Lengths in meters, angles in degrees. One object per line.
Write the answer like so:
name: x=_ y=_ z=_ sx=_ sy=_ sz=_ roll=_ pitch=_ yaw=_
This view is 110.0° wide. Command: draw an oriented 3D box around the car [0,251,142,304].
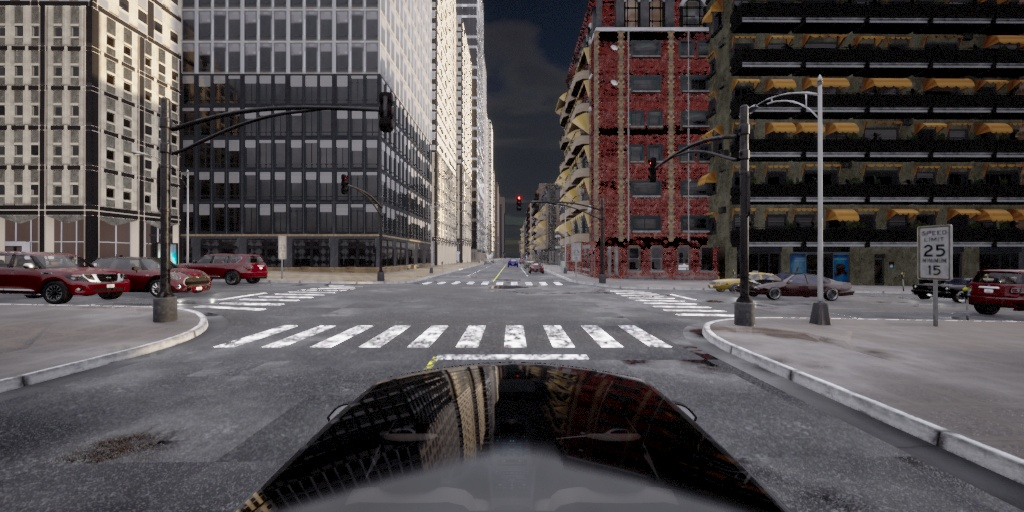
car: x=-17.560 y=0.757 z=13.401 sx=5.009 sy=1.841 sz=2.192 roll=0 pitch=0 yaw=0

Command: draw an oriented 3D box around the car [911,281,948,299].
car: x=24.886 y=1.839 z=19.507 sx=4.718 sy=1.301 sz=1.895 roll=1 pitch=0 yaw=-1

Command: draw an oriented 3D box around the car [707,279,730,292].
car: x=14.656 y=1.587 z=22.022 sx=4.829 sy=1.417 sz=1.751 roll=0 pitch=0 yaw=0

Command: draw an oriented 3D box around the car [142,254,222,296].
car: x=-16.271 y=0.825 z=16.035 sx=4.553 sy=1.767 sz=2.097 roll=1 pitch=0 yaw=-2

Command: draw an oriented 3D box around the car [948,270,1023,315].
car: x=20.614 y=1.461 z=13.718 sx=5.009 sy=1.841 sz=2.192 roll=0 pitch=0 yaw=0

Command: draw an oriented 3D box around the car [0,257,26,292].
car: x=-25.385 y=0.781 z=15.930 sx=5.008 sy=1.535 sz=1.882 roll=1 pitch=0 yaw=0

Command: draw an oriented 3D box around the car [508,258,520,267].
car: x=0.180 y=1.251 z=65.086 sx=1.882 sy=1.535 sz=5.008 roll=0 pitch=0 yaw=0

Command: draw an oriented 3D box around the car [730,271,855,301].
car: x=15.256 y=1.610 z=19.435 sx=5.357 sy=1.411 sz=2.033 roll=1 pitch=0 yaw=0

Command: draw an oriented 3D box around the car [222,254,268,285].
car: x=-17.684 y=0.776 z=21.780 sx=5.009 sy=1.841 sz=2.192 roll=0 pitch=0 yaw=0

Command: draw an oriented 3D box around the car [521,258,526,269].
car: x=2.757 y=1.317 z=54.651 sx=2.007 sy=1.370 sz=4.403 roll=0 pitch=0 yaw=0

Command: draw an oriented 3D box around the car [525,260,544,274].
car: x=2.791 y=1.341 z=41.734 sx=1.802 sy=1.307 sz=4.207 roll=0 pitch=0 yaw=0
